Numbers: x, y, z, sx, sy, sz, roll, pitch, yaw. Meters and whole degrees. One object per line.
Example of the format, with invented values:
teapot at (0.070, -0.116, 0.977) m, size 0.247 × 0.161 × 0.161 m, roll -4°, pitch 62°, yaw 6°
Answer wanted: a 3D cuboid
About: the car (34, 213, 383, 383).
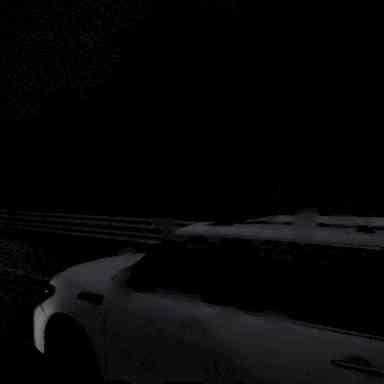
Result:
car at (0.716, 1.242, 3.336) m, size 5.566 × 2.045 × 2.150 m, roll 0°, pitch 0°, yaw 36°
